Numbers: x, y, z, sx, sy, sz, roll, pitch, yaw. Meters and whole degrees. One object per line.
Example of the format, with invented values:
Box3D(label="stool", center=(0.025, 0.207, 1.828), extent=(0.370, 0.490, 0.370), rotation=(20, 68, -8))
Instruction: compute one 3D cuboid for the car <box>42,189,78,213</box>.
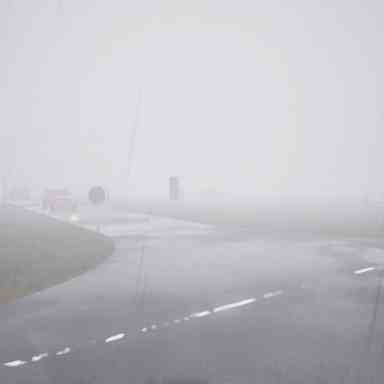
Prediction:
Box3D(label="car", center=(-12.220, 0.717, 30.564), extent=(2.150, 2.045, 5.566), rotation=(-1, 2, -35))

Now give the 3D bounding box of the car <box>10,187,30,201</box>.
Box3D(label="car", center=(-25.799, 0.280, 49.805), extent=(2.150, 2.045, 5.566), rotation=(-1, 1, -35))
